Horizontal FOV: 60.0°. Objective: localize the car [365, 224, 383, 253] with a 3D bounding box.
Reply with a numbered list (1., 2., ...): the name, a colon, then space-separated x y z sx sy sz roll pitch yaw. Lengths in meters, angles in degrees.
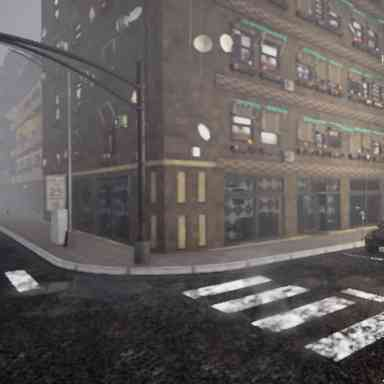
1. car: 8.225 1.555 12.432 4.313 1.339 1.947 0 0 -35
